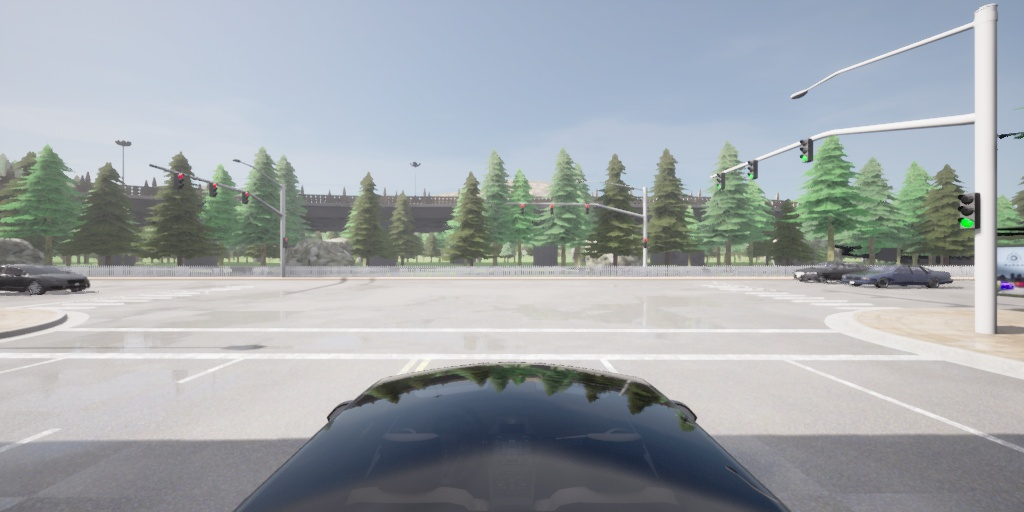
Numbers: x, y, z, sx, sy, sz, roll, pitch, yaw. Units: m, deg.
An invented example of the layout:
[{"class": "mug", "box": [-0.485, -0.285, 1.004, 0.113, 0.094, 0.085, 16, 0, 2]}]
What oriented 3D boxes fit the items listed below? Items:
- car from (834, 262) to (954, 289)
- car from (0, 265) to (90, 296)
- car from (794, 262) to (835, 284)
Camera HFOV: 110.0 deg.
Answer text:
[{"class": "car", "box": [23.565, 1.241, 22.024, 5.357, 1.411, 2.033, 0, 0, 0]}, {"class": "car", "box": [-24.710, 1.198, 18.348, 4.892, 1.490, 1.837, 0, 0, 0]}, {"class": "car", "box": [22.868, 1.184, 25.498, 4.902, 1.511, 2.128, 0, 0, 0]}]
